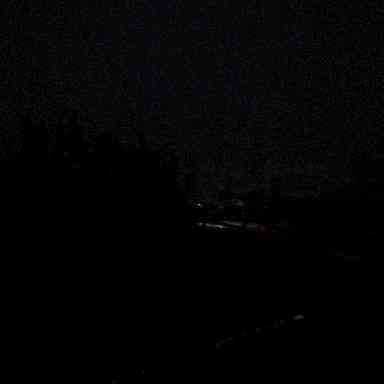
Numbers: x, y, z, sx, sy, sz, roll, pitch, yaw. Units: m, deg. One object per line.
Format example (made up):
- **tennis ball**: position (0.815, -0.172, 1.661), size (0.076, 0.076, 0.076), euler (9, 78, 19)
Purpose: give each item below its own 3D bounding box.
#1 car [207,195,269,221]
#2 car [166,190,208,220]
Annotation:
- **car**: position (3.456, 1.195, 24.191), size (2.128, 1.511, 4.902), euler (-1, 1, -29)
- **car**: position (0.085, 0.911, 24.649), size (2.150, 2.045, 5.566), euler (-1, 1, -31)
